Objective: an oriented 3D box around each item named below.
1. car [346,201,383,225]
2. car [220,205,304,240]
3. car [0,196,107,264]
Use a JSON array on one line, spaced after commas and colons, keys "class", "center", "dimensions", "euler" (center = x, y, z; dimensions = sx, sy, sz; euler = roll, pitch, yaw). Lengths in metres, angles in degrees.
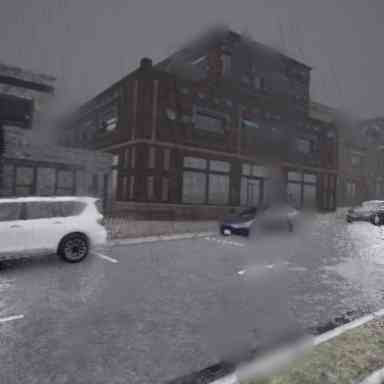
[{"class": "car", "center": [12.564, 1.362, 23.022], "dimensions": [4.892, 1.521, 2.231], "euler": [0, 0, -36]}, {"class": "car", "center": [3.562, 1.418, 16.548], "dimensions": [4.792, 1.488, 2.163], "euler": [0, 0, -36]}, {"class": "car", "center": [-5.400, 1.165, 10.090], "dimensions": [5.566, 2.045, 2.435], "euler": [0, 0, -36]}]
